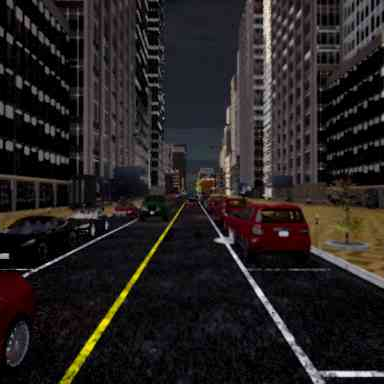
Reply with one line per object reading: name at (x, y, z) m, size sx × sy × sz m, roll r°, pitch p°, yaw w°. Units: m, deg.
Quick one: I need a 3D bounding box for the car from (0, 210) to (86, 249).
car at (-5.679, 1.565, 12.196) m, size 1.947 × 1.339 × 4.313 m, roll 0°, pitch 0°, yaw 0°

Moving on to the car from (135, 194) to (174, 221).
car at (-2.992, 1.222, 27.749) m, size 2.150 × 2.045 × 5.566 m, roll 0°, pitch 0°, yaw 0°

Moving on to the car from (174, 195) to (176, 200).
car at (-5.640, 1.299, 78.668) m, size 2.192 × 1.841 × 5.009 m, roll 0°, pitch 0°, yaw 0°

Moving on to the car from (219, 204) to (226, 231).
car at (2.704, 1.543, 17.731) m, size 1.887 × 1.381 × 4.507 m, roll 0°, pitch 0°, yaw 0°

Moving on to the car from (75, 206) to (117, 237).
car at (-5.676, 1.549, 17.735) m, size 2.008 × 1.369 × 4.403 m, roll 0°, pitch 0°, yaw 0°

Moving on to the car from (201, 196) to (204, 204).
car at (2.721, 1.543, 45.428) m, size 2.008 × 1.369 × 4.403 m, roll 0°, pitch 0°, yaw 0°

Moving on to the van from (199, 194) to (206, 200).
van at (2.746, 1.321, 89.742) m, size 1.690 × 1.788 × 3.998 m, roll 0°, pitch 0°, yaw 0°

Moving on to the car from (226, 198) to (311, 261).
car at (2.702, 1.314, 12.192) m, size 2.192 × 1.841 × 5.009 m, roll 0°, pitch 0°, yaw 0°

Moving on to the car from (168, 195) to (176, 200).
car at (-5.632, 1.523, 95.287) m, size 1.887 × 1.381 × 4.507 m, roll 0°, pitch 0°, yaw 0°

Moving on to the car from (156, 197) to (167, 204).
car at (-5.650, 1.571, 62.051) m, size 1.802 × 1.307 × 4.206 m, roll 0°, pitch 0°, yaw 0°

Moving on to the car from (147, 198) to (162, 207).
car at (-5.657, 1.574, 50.972) m, size 1.802 × 1.307 × 4.206 m, roll 0°, pitch 0°, yaw 0°

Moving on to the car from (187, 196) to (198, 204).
car at (0.038, 1.539, 64.159) m, size 2.033 × 1.411 × 5.357 m, roll 0°, pitch 0°, yaw 0°

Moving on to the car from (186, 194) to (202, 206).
car at (0.032, 1.482, 53.737) m, size 2.128 × 1.511 × 4.902 m, roll 0°, pitch 0°, yaw 0°

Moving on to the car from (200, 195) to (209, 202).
car at (2.736, 1.425, 73.125) m, size 1.967 × 1.590 × 4.097 m, roll 0°, pitch 0°, yaw 0°

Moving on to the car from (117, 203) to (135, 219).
car at (-5.669, 1.578, 28.815) m, size 1.802 × 1.307 × 4.206 m, roll 0°, pitch 0°, yaw 0°

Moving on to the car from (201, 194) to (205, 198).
car at (2.724, 1.517, 51.138) m, size 1.752 × 1.417 × 4.829 m, roll 0°, pitch 0°, yaw 0°

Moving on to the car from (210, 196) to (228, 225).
car at (2.709, 1.312, 23.271) m, size 2.192 × 1.841 × 5.009 m, roll 0°, pitch 0°, yaw 0°

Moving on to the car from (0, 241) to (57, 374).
car at (-3.085, 1.526, 2.905) m, size 1.812 × 1.442 × 4.674 m, roll 0°, pitch 0°, yaw 0°

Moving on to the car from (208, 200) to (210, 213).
car at (2.711, 1.562, 28.811) m, size 1.947 × 1.339 × 4.313 m, roll 0°, pitch 0°, yaw 0°

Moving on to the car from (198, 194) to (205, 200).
car at (2.749, 1.418, 95.282) m, size 1.967 × 1.590 × 4.097 m, roll 0°, pitch 0°, yaw 0°

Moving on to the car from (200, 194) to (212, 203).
car at (2.734, 1.302, 67.585) m, size 2.192 × 1.841 × 5.009 m, roll 0°, pitch 0°, yaw 0°

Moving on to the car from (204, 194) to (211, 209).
car at (2.715, 1.310, 34.350) m, size 2.192 × 1.841 × 5.009 m, roll 0°, pitch 0°, yaw 0°
